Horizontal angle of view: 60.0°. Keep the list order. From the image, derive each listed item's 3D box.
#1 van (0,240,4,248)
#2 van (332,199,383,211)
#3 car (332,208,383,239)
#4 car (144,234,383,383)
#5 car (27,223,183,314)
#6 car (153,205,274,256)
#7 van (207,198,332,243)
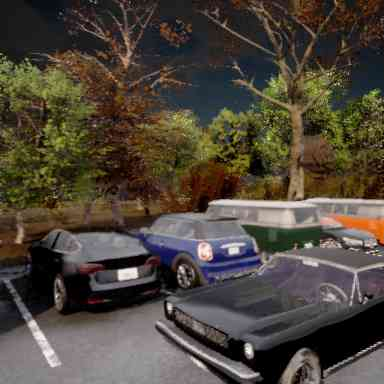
[{"bbox_3d":[-4.712,1.251,6.082,1.878,1.987,4.442,0,0,-35],"label":"van"},{"bbox_3d":[6.648,1.288,14.473,1.878,1.987,4.442,0,0,-36],"label":"van"},{"bbox_3d":[4.410,1.507,12.743,2.231,1.521,4.892,0,0,-35],"label":"car"},{"bbox_3d":[1.868,1.610,5.019,4.718,1.301,1.895,0,0,-36],"label":"car"},{"bbox_3d":[-2.499,1.514,7.845,2.163,1.488,4.792,0,0,-36],"label":"car"},{"bbox_3d":[-0.266,1.366,9.361,2.185,1.767,4.553,0,0,-36],"label":"car"},{"bbox_3d":[2.047,1.273,11.193,1.878,1.987,4.442,0,0,-35],"label":"van"}]
